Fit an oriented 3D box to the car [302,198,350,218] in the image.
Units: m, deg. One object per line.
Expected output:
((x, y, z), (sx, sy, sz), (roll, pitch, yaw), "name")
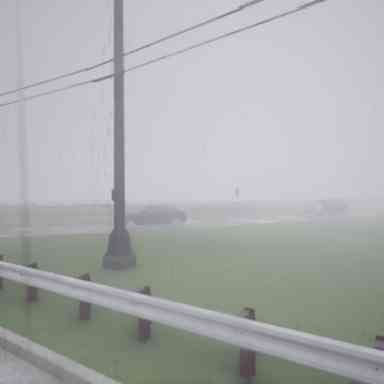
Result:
((12.334, 1.403, 30.644), (4.553, 1.767, 2.097), (0, 0, -29), "car")

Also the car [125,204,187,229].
((-2.795, 1.578, 22.430), (5.008, 1.535, 1.882), (0, 0, -25), "car")
